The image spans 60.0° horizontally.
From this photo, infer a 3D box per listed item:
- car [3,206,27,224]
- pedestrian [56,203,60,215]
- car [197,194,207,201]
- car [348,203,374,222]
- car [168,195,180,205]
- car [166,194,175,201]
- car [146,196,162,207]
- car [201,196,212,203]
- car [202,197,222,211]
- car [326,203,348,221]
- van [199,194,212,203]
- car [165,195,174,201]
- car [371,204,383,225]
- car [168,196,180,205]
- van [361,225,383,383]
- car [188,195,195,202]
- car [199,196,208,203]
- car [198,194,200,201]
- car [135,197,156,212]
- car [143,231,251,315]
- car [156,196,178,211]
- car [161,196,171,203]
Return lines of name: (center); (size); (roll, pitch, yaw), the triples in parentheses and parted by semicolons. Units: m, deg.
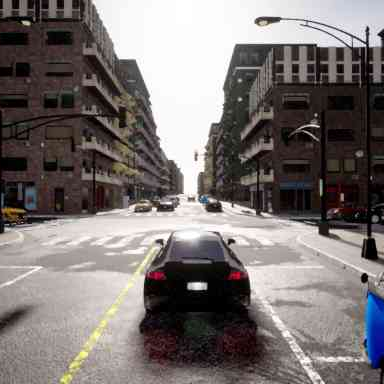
car: (-13.969, 1.391, 22.739); (5.008, 1.535, 1.882); (0, -1, 0)
pedestrian: (-12.592, 1.598, 31.395); (0.500, 1.100, 0.500); (0, -1, 1)
car: (2.562, 1.355, 85.126); (2.192, 1.841, 5.009); (1, 0, 0)
car: (15.065, 1.636, 25.581); (4.892, 1.490, 1.837); (0, -1, 0)
car: (-3.180, 1.497, 49.683); (1.882, 1.535, 5.008); (0, 0, 0)
car: (-5.829, 1.484, 90.755); (1.967, 1.590, 4.097); (1, 0, 0)
car: (-5.762, 1.461, 51.257); (1.967, 1.590, 4.097); (1, 0, 0)
car: (2.625, 1.569, 45.628); (2.008, 1.369, 4.403); (1, 0, 0)
car: (2.635, 1.581, 39.986); (1.947, 1.339, 4.313); (1, 0, 0)
car: (13.594, 1.609, 28.189); (4.097, 1.590, 1.967); (0, -1, 1)
van: (2.610, 1.365, 56.913); (1.690, 1.788, 3.998); (1, 0, 0)
car: (-5.822, 1.591, 85.112); (2.008, 1.369, 4.403); (1, 0, 0)
car: (13.505, 1.584, 19.808); (4.313, 1.339, 1.947); (0, -1, 1)
car: (-3.171, 1.503, 60.059); (1.882, 1.535, 5.008); (0, 0, 0)
van: (2.670, 1.342, 2.039); (1.690, 1.788, 3.998); (1, 0, 0)
car: (-0.137, 1.562, 80.516); (2.128, 1.511, 4.902); (0, 0, 0)
car: (2.577, 1.615, 73.841); (1.802, 1.307, 4.206); (1, 0, 0)
car: (2.588, 1.555, 68.369); (1.752, 1.417, 4.829); (1, 0, 0)
car: (-5.744, 1.541, 39.801); (1.752, 1.417, 4.829); (1, 0, 0)
car: (0.088, 1.566, 7.642); (1.994, 1.385, 4.181); (0, 0, 0)
car: (-3.168, 1.580, 40.966); (1.994, 1.385, 4.181); (0, 0, 0)
car: (-5.802, 1.578, 73.827); (1.887, 1.381, 4.507); (1, 0, 0)
